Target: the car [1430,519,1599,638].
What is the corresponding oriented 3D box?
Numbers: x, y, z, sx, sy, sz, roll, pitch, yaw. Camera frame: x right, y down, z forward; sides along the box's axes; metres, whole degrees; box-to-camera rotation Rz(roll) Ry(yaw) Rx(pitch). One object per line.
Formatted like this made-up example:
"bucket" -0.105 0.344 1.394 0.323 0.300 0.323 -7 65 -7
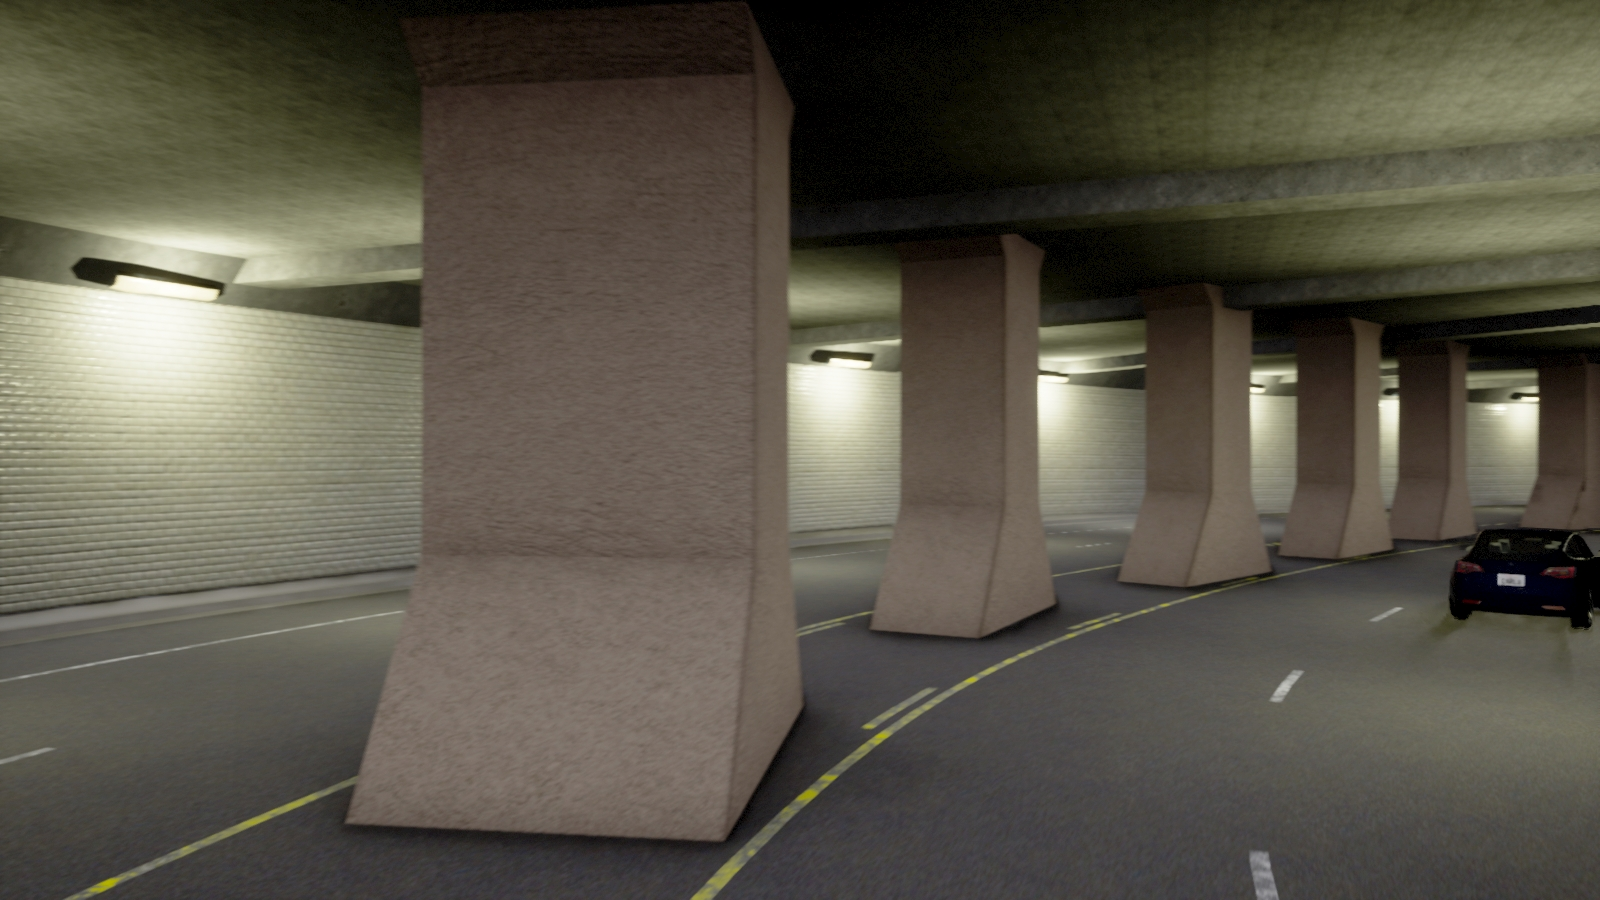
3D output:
"car" 12.558 2.081 19.673 2.163 1.488 4.792 0 0 39
